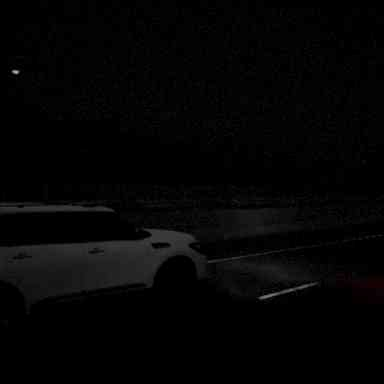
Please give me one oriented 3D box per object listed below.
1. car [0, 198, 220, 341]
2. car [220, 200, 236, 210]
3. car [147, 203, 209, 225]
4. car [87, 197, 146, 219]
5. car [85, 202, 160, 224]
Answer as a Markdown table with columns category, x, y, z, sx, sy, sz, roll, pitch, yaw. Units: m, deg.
| category | x | y | z | sx | sy | sz | roll | pitch | yaw |
| --- | --- | --- | --- | --- | --- | --- | --- | --- | --- |
| car | -2.330 | 1.224 | 6.506 | 5.566 | 2.045 | 2.150 | 0 | 0 | -36 |
| car | 0.929 | 1.363 | 21.839 | 4.553 | 1.767 | 2.097 | 0 | 0 | -35 |
| car | -1.021 | 1.574 | 24.747 | 4.181 | 1.385 | 1.994 | 0 | 0 | -35 |
| car | -6.622 | 1.362 | 29.350 | 4.553 | 1.767 | 2.097 | 0 | 0 | -35 |
| car | -5.330 | 1.557 | 25.982 | 5.357 | 1.411 | 2.033 | 0 | 0 | -35 |
